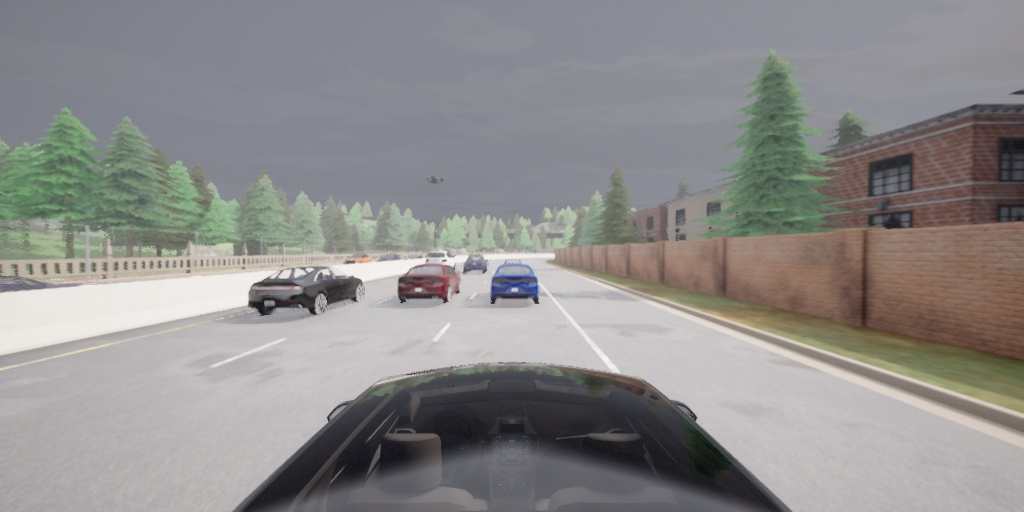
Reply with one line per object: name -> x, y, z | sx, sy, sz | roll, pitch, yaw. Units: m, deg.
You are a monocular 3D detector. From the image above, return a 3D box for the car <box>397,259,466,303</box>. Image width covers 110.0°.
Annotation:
car -> -3.397, 1.053, 15.494 | 1.882, 1.535, 5.008 | 0, 1, 0

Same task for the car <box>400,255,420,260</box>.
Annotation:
car -> -14.060, 0.602, 51.104 | 1.882, 1.535, 5.008 | 0, 1, 0

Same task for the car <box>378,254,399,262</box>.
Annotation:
car -> -17.552, 0.472, 51.523 | 2.097, 1.767, 4.553 | 0, 1, 0

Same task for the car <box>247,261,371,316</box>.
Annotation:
car -> -6.898, 1.104, 12.630 | 2.128, 1.511, 4.902 | 0, 1, 0

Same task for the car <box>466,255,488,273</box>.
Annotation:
car -> -3.393, 0.686, 34.564 | 2.097, 1.767, 4.553 | 0, 1, 0

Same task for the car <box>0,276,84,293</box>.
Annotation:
car -> -14.099, 1.207, 8.911 | 2.033, 1.411, 5.357 | 0, 1, 0

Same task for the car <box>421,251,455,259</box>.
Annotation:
car -> -6.893, 0.549, 35.024 | 2.150, 2.045, 5.566 | 0, 1, 0

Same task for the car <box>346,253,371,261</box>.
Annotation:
car -> -21.059, 0.504, 49.080 | 2.097, 1.767, 4.553 | 0, 1, 0

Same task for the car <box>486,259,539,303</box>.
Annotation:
car -> 0.103, 1.053, 15.495 | 1.882, 1.535, 5.008 | 0, 1, 0
